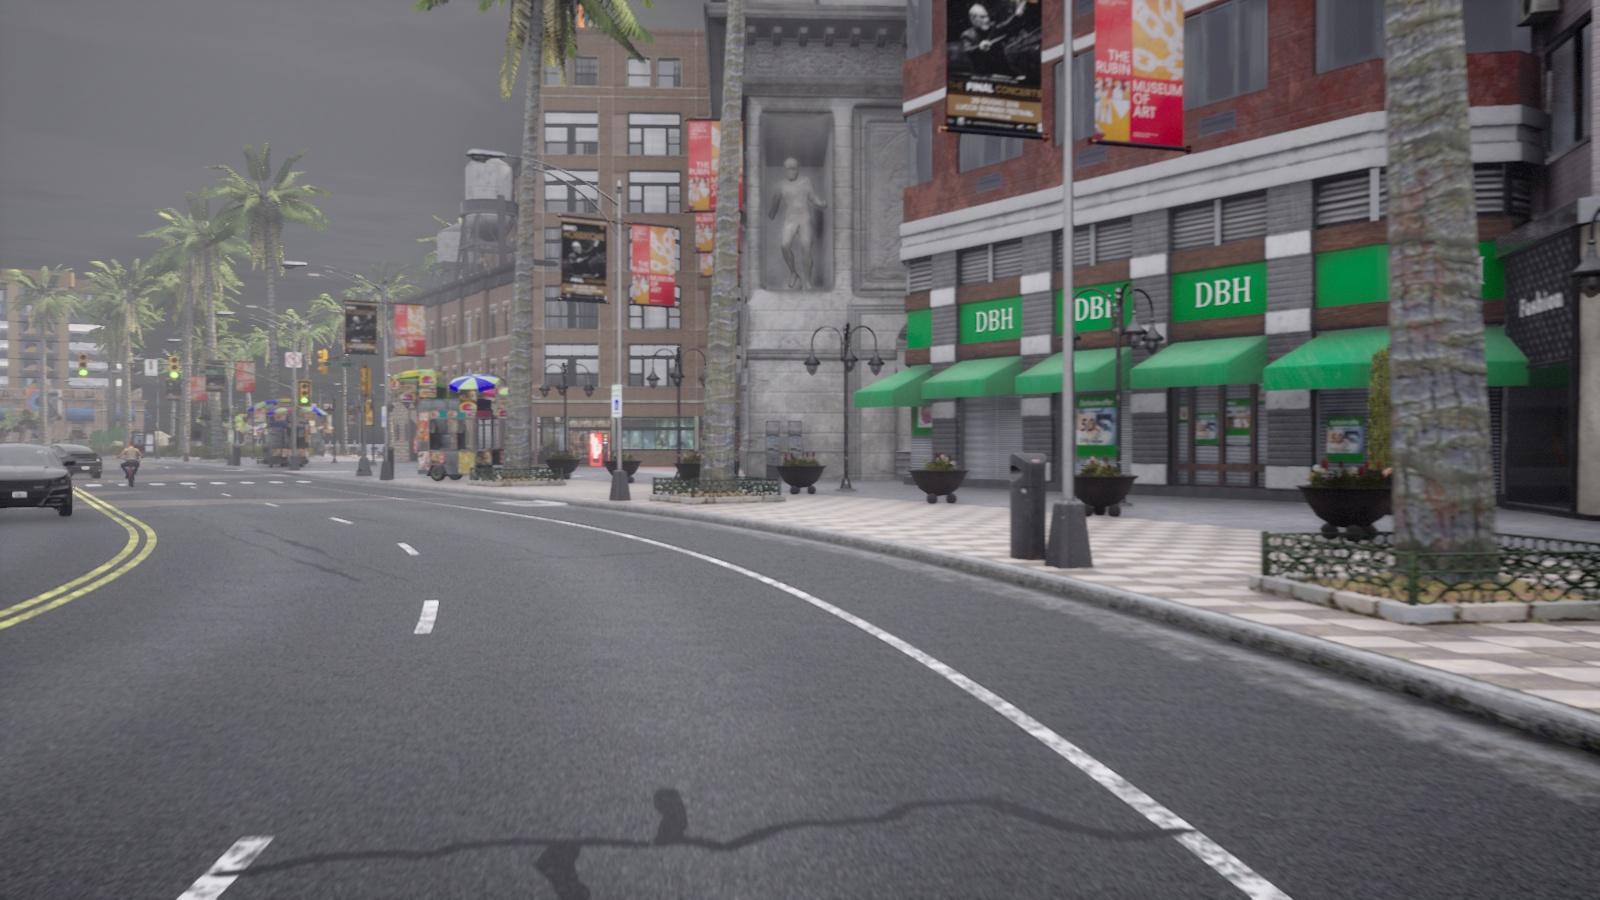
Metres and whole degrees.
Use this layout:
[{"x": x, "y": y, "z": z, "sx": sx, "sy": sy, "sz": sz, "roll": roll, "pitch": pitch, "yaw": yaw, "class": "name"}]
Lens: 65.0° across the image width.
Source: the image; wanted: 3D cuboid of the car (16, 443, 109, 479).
[{"x": -31.842, "y": 0.442, "z": 54.166, "sx": 4.892, "sy": 1.490, "sz": 1.837, "roll": 0, "pitch": 0, "yaw": 38, "class": "car"}]

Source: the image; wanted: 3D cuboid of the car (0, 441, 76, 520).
[{"x": -16.577, "y": 0.572, "z": 26.629, "sx": 1.882, "sy": 1.535, "sz": 5.008, "roll": 0, "pitch": 0, "yaw": -32, "class": "car"}]

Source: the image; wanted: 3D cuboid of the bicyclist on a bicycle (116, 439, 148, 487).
[{"x": -22.978, "y": 0.437, "z": 43.179, "sx": 0.866, "sy": 1.612, "sz": 1.509, "roll": 0, "pitch": 0, "yaw": -32, "class": "bicyclist on a bicycle"}]
